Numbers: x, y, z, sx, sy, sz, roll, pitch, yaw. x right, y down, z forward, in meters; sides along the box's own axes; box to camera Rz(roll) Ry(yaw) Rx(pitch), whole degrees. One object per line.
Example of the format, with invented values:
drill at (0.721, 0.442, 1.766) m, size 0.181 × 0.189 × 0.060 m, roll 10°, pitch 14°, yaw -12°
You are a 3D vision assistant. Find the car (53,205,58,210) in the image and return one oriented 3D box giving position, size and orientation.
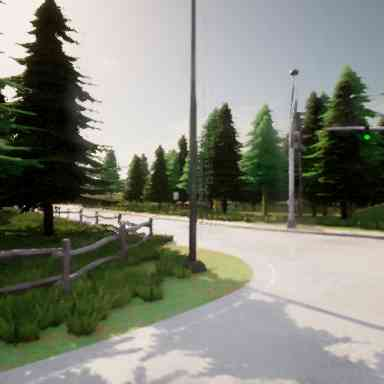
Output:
car at (-21.278, 2.280, 49.333) m, size 1.895 × 1.301 × 4.718 m, roll 1°, pitch -1°, yaw -33°
